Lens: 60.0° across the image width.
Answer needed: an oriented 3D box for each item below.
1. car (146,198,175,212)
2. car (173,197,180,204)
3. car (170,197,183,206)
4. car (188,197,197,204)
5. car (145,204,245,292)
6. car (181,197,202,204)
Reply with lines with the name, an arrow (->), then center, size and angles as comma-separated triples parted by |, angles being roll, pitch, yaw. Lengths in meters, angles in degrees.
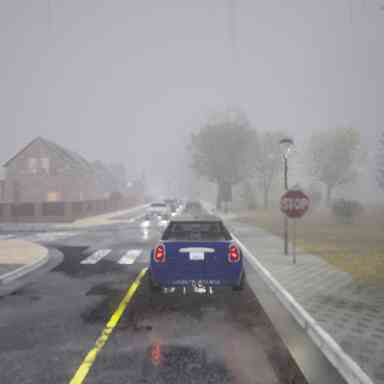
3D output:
car -> -2.875, 1.569, 29.174 | 1.812, 1.442, 4.674 | 0, 0, 2
car -> -2.791, 1.572, 38.969 | 1.837, 1.490, 4.892 | 0, 0, 0
car -> -2.706, 1.630, 60.023 | 2.128, 1.511, 4.902 | 0, 0, 1
car -> 0.121, 1.731, 71.379 | 2.033, 1.411, 5.357 | 0, 0, 0
car -> 0.104, 1.360, 9.102 | 2.097, 1.767, 4.553 | 0, 0, 0
car -> 0.146, 1.561, 39.776 | 2.128, 1.511, 4.902 | 0, 0, 0
